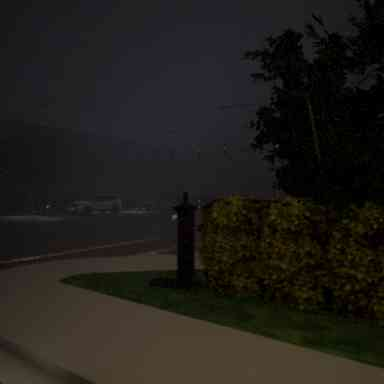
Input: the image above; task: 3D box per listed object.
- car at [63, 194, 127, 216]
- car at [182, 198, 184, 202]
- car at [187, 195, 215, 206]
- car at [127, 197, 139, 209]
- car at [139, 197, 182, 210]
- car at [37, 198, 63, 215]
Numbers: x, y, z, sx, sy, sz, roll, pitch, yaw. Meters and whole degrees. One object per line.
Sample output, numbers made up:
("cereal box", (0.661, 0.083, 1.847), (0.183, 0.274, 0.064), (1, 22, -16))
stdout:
("car", (-9.537, 1.231, 33.166), (2.150, 2.045, 5.566), (0, 0, 35))
("car", (-2.669, 1.388, 49.036), (1.895, 1.301, 4.718), (0, 1, 35))
("car", (1.579, 1.223, 48.997), (1.837, 1.490, 4.892), (0, 1, 35))
("car", (-8.004, 1.439, 41.438), (1.882, 1.535, 5.008), (0, 1, 35))
("car", (-3.794, 1.390, 41.343), (1.882, 1.535, 5.008), (0, 1, 35))
("car", (-13.300, 1.380, 33.895), (2.097, 1.767, 4.553), (0, 0, 35))
